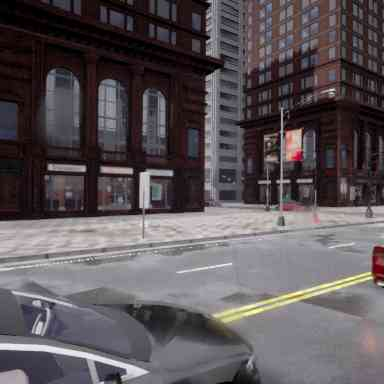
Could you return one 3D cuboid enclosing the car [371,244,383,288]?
[{"bbox_3d":[6.227,1.488,7.875,5.008,1.535,1.882,0,0,-35],"label":"car"}]

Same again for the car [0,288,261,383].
[{"bbox_3d":[-1.602,1.492,2.303,4.902,1.511,2.128,0,0,-35],"label":"car"}]

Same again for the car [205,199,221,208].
[{"bbox_3d":[2.609,1.786,52.217,1.812,1.442,4.674,1,-1,-35],"label":"car"}]

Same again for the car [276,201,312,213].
[{"bbox_3d":[11.944,1.751,39.084,1.994,1.385,4.181,1,-1,-35],"label":"car"}]
